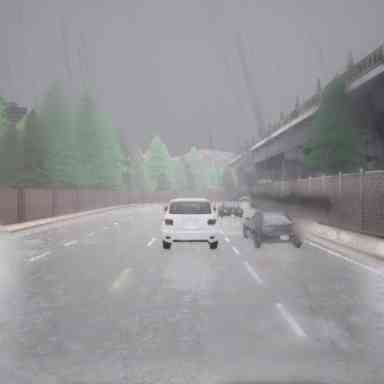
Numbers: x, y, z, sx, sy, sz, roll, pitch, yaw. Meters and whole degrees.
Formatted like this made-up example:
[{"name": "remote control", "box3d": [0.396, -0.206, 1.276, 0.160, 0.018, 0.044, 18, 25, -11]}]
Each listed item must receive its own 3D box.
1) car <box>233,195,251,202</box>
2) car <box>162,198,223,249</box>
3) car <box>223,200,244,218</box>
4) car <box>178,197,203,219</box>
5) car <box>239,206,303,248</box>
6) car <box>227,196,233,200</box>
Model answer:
[{"name": "car", "box3d": [11.954, 1.499, 74.377, 4.674, 1.442, 1.812, 0, 0, -36]}, {"name": "car", "box3d": [-0.074, 1.258, 14.690, 2.150, 2.045, 5.566, 0, 0, 0]}, {"name": "car", "box3d": [3.345, 1.616, 29.708, 1.895, 1.301, 4.718, 0, 0, 0]}, {"name": "car", "box3d": [-0.154, 1.366, 29.629, 2.097, 1.767, 4.553, 0, 0, 0]}, {"name": "car", "box3d": [3.426, 1.533, 14.678, 1.812, 1.442, 4.674, 0, 0, 0]}, {"name": "car", "box3d": [10.292, 1.516, 77.488, 4.674, 1.442, 1.812, 0, 0, -36]}]
